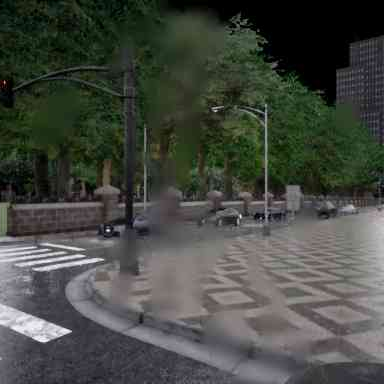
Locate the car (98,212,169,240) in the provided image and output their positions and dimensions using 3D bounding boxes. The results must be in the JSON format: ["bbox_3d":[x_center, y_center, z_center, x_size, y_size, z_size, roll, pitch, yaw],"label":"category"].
[{"bbox_3d":[-3.208,1.872,18.917,1.994,1.385,4.181,0,-1,35],"label":"car"}]

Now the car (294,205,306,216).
[{"bbox_3d":[15.106,2.444,44.622,1.882,1.535,5.008,0,-1,36],"label":"car"}]

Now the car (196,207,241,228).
[{"bbox_3d":[2.248,2.005,26.608,1.837,1.490,4.892,0,-1,35],"label":"car"}]

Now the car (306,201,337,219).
[{"bbox_3d":[16.143,2.129,40.658,2.150,2.045,5.566,0,-1,35],"label":"car"}]

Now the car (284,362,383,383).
[{"bbox_3d":[2.349,1.551,1.281,4.403,1.369,2.008,0,0,36],"label":"car"}]

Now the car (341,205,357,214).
[{"bbox_3d":[25.247,2.769,53.500,1.812,1.442,4.674,0,-1,35],"label":"car"}]

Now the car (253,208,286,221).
[{"bbox_3d":[8.135,2.314,34.896,1.895,1.301,4.718,0,-1,36],"label":"car"}]
